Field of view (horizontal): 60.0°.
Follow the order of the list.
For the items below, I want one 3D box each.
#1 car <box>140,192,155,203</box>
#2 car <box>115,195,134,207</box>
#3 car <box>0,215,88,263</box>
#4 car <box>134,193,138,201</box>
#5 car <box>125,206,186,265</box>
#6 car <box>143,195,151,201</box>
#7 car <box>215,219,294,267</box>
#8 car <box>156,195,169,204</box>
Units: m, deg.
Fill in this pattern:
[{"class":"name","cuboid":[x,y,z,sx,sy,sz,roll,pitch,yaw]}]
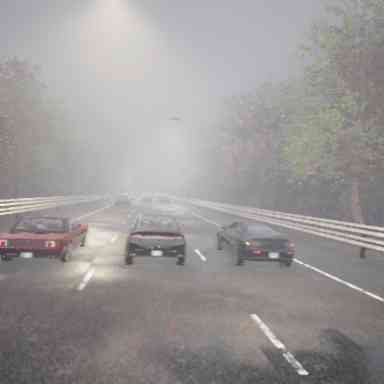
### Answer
[{"class":"car","cuboid":[-9.472,1.468,70.284,1.882,1.535,5.008,3,0,-8]},{"class":"car","cuboid":[-9.875,1.179,47.903,2.097,1.767,4.553,3,0,-8]},{"class":"car","cuboid":[-4.783,1.436,11.277,1.895,1.301,4.718,3,0,-8]},{"class":"car","cuboid":[-13.526,1.396,74.006,1.895,1.301,4.718,3,0,-8]},{"class":"car","cuboid":[-1.315,1.511,11.766,2.128,1.511,4.902,3,0,-8]},{"class":"car","cuboid":[-12.276,1.504,90.373,2.033,1.411,5.357,3,0,-8]},{"class":"car","cuboid":[2.145,1.730,12.241,1.812,1.442,4.674,3,0,-8]},{"class":"car","cuboid":[-6.024,1.529,70.910,2.097,1.767,4.553,3,0,-8]}]
